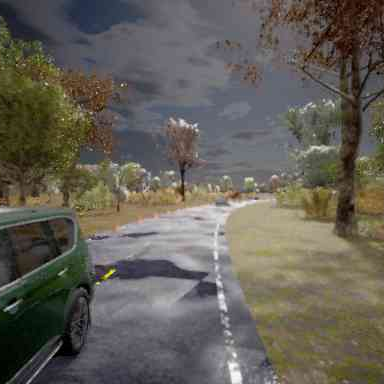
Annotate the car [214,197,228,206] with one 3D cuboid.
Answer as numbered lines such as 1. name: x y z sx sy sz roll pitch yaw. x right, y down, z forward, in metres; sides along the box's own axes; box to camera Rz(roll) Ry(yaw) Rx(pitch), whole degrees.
1. car: 5.078 1.626 57.315 1.837 1.490 4.892 0 0 15

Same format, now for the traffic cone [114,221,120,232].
1. traffic cone: -4.317 1.986 19.299 0.340 0.580 0.340 0 0 5

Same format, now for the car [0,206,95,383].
1. car: -2.645 1.223 3.129 2.150 2.045 5.566 0 0 1
